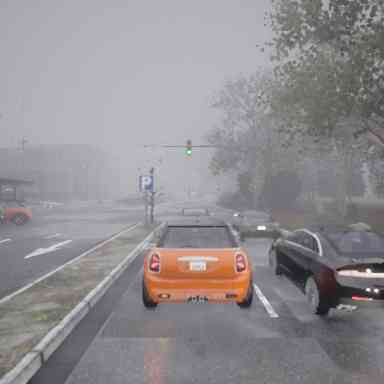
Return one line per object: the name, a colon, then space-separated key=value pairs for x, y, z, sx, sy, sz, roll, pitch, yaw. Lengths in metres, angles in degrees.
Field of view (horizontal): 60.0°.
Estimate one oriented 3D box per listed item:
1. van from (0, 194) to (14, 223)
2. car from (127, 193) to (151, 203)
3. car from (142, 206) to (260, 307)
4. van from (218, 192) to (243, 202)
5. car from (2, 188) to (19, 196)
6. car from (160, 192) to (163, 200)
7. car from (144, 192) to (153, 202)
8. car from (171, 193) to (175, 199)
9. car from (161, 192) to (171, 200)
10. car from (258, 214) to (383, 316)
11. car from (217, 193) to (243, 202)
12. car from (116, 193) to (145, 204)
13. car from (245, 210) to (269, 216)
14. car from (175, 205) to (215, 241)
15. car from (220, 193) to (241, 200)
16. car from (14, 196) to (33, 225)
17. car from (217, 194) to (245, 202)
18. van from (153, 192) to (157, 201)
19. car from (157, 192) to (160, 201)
van: x=-13.621 y=1.296 z=20.181 sx=4.442 sy=1.987 sz=1.878 roll=-1 pitch=0 yaw=-20
car: x=-10.767 y=1.194 z=66.911 sx=4.553 sy=1.767 sz=2.185 roll=-1 pitch=0 yaw=-14
car: x=0.104 y=1.363 z=8.138 sx=2.097 sy=1.767 sz=4.553 roll=0 pitch=0 yaw=0
van: x=7.225 y=1.041 z=63.578 sx=4.442 sy=1.987 sz=1.878 roll=1 pitch=0 yaw=-14
car: x=-28.212 y=0.135 z=51.820 sx=2.002 sy=1.452 sz=4.674 roll=6 pitch=-3 yaw=-19
car: x=-9.709 y=1.357 z=75.919 sx=4.674 sy=1.452 sz=2.002 roll=-1 pitch=0 yaw=-13
car: x=-10.858 y=1.313 z=63.959 sx=5.366 sy=1.575 sz=1.946 roll=-1 pitch=0 yaw=-15
car: x=-8.083 y=1.063 z=87.910 sx=5.566 sy=2.045 sz=2.435 roll=-1 pitch=0 yaw=-12
car: x=-8.530 y=1.355 z=84.904 sx=4.674 sy=1.452 sz=2.002 roll=-1 pitch=0 yaw=-12
car: x=3.104 y=1.502 z=7.515 sx=2.128 sy=1.511 sz=4.902 roll=0 pitch=0 yaw=0
car: x=7.606 y=1.140 z=66.548 sx=4.553 sy=1.767 sz=2.185 roll=1 pitch=0 yaw=-14
car: x=-11.500 y=1.356 z=60.967 sx=4.792 sy=1.488 sz=2.163 roll=-1 pitch=0 yaw=-15
car: x=3.152 y=1.589 z=16.950 sx=1.994 sy=1.385 sz=4.181 roll=0 pitch=0 yaw=1
car: x=0.163 y=1.533 z=17.924 sx=1.837 sy=1.490 sz=4.892 roll=0 pitch=0 yaw=1
car: x=9.384 y=1.127 z=81.249 sx=4.553 sy=1.767 sz=2.185 roll=1 pitch=0 yaw=-12
car: x=-13.649 y=1.402 z=23.158 sx=4.553 sy=1.767 sz=2.185 roll=-1 pitch=0 yaw=-19
car: x=8.139 y=1.262 z=69.542 sx=5.366 sy=1.575 sz=1.946 roll=1 pitch=0 yaw=-13
van: x=-10.304 y=1.091 z=69.952 sx=4.442 sy=1.987 sz=1.878 roll=-1 pitch=0 yaw=-14
car: x=-10.079 y=1.319 z=72.923 sx=4.892 sy=1.521 sz=2.231 roll=-1 pitch=0 yaw=-14
